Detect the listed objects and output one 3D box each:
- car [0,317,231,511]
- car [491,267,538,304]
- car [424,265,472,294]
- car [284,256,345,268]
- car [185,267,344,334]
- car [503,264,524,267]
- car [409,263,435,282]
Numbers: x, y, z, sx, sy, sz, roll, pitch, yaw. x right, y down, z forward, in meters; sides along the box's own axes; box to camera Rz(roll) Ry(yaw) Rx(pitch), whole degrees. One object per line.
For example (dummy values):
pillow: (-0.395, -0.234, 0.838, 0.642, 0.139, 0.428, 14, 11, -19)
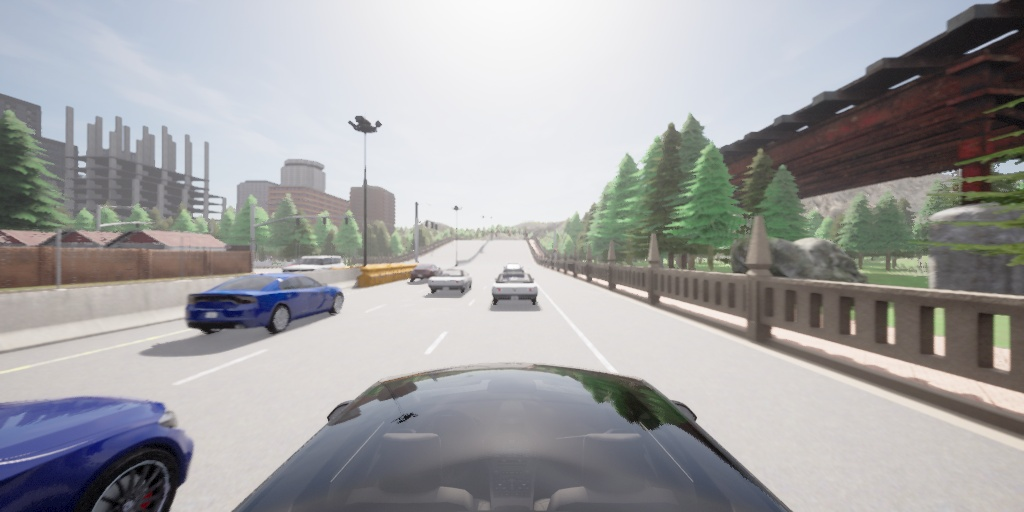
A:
car: (-3.408, 1.273, 0.824, 1.812, 1.442, 4.674, 0, 0, 0)
car: (0.113, 1.372, 16.329, 1.895, 1.301, 4.718, 0, 0, 0)
car: (-3.383, 1.377, 20.586, 1.895, 1.301, 4.718, 0, 0, 0)
car: (-14.071, 1.002, 25.727, 2.150, 2.045, 5.566, 0, 0, 0)
car: (-6.893, 1.239, 10.715, 1.882, 1.535, 5.008, 0, -1, 0)
car: (0.127, 1.358, 31.979, 1.994, 1.385, 4.181, 0, 0, 0)
car: (-6.876, 1.314, 29.107, 1.812, 1.442, 4.674, 0, 0, 0)
